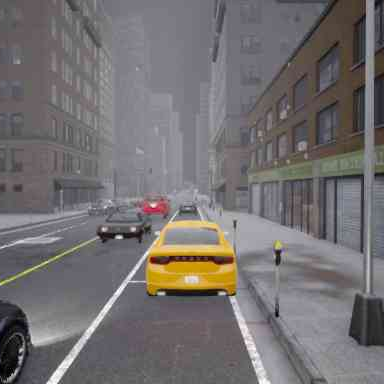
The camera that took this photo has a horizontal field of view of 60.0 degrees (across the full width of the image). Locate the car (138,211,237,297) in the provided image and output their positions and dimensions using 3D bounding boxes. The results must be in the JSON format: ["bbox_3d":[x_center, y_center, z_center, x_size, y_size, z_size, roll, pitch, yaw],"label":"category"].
[{"bbox_3d":[-0.005,1.476,8.651,1.882,1.535,5.008,0,0,0],"label":"car"}]

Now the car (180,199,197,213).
[{"bbox_3d":[-0.393,1.546,38.589,1.887,1.381,4.507,-1,0,0],"label":"car"}]

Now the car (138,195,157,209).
[{"bbox_3d":[-6.151,1.354,46.640,2.097,1.767,4.553,0,0,0],"label":"car"}]

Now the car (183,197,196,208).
[{"bbox_3d":[-0.394,1.550,49.600,1.887,1.381,4.507,-1,0,0],"label":"car"}]

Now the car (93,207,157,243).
[{"bbox_3d":[-3.041,1.598,16.092,1.895,1.301,4.718,0,0,0],"label":"car"}]

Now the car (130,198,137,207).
[{"bbox_3d":[-8.918,1.554,44.095,2.008,1.369,4.403,-1,0,0],"label":"car"}]

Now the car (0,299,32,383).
[{"bbox_3d":[-3.045,1.564,2.582,1.994,1.385,4.181,0,0,0],"label":"car"}]

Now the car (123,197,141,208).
[{"bbox_3d":[-8.918,1.550,49.600,1.887,1.381,4.507,-1,0,0],"label":"car"}]

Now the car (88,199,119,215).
[{"bbox_3d":[-8.920,1.440,33.084,1.967,1.590,4.097,-1,0,0],"label":"car"}]

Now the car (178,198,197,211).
[{"bbox_3d":[-0.393,1.565,33.084,1.947,1.339,4.313,-1,0,0],"label":"car"}]

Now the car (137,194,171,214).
[{"bbox_3d":[-3.145,1.221,29.740,2.150,2.045,5.566,0,0,0],"label":"car"}]

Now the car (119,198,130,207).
[{"bbox_3d":[-8.918,1.567,38.589,1.947,1.339,4.313,-1,0,0],"label":"car"}]

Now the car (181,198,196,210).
[{"bbox_3d":[-0.393,1.548,44.094,1.887,1.381,4.507,-1,0,0],"label":"car"}]
